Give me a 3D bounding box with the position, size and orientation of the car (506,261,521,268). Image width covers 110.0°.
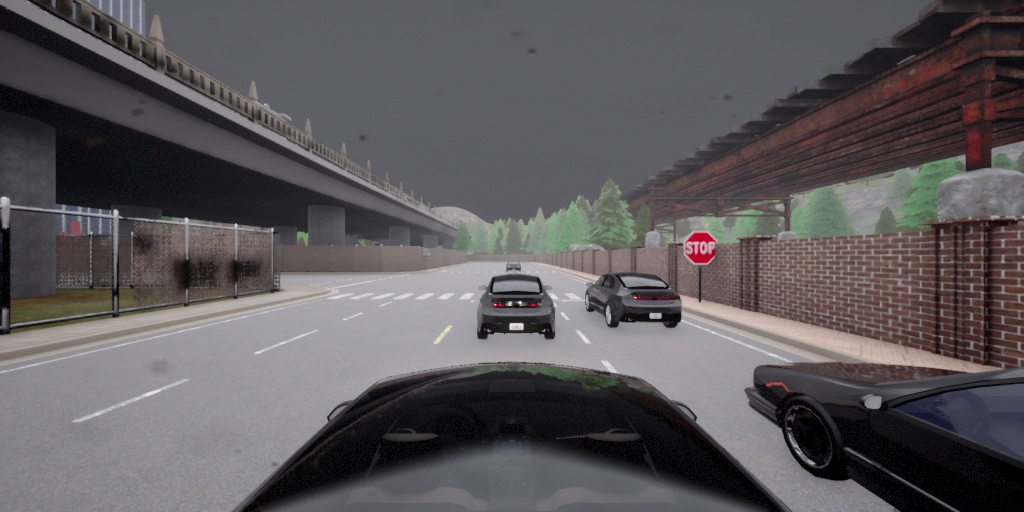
[{"bbox_3d":[0.184,1.346,46.316,1.895,1.301,4.718,0,0,-1],"label":"car"}]

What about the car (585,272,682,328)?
[{"bbox_3d":[3.600,1.254,11.393,1.837,1.490,4.892,0,0,0],"label":"car"}]

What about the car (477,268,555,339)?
[{"bbox_3d":[0.099,1.254,10.034,1.837,1.490,4.892,0,0,0],"label":"car"}]

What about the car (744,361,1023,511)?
[{"bbox_3d":[3.600,1.297,1.647,2.033,1.411,5.357,0,0,0],"label":"car"}]
